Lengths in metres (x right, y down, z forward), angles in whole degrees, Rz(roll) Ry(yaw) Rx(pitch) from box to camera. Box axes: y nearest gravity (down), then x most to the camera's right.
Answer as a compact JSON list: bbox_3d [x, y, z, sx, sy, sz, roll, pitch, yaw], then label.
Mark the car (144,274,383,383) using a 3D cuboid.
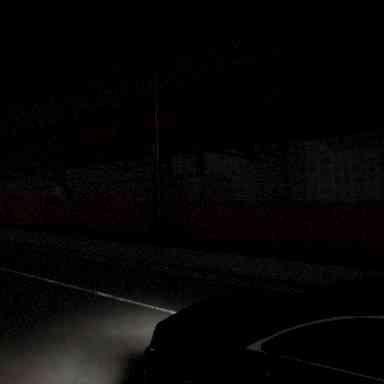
[{"bbox_3d":[1.742,1.505,2.750,4.892,1.490,1.837,-1,0,36],"label":"car"}]
